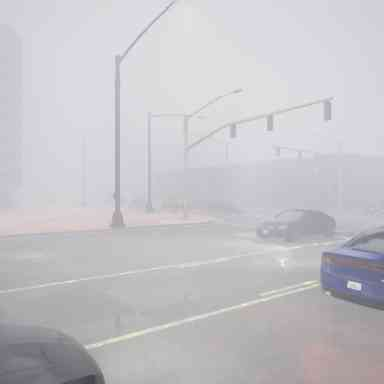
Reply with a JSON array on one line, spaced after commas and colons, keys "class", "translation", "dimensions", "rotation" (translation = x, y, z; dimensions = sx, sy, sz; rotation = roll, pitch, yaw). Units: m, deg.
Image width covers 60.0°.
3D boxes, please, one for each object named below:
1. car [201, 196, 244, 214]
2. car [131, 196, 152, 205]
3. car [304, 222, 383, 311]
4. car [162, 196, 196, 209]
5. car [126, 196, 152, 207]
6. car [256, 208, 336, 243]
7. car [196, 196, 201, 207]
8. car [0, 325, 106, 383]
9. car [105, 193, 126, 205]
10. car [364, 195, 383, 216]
[{"class": "car", "translation": [3.561, 1.491, 36.352], "dimensions": [2.128, 1.511, 4.902], "rotation": [0, 0, -36]}, {"class": "car", "translation": [-9.218, 1.526, 60.622], "dimensions": [1.812, 1.442, 4.674], "rotation": [0, 0, -36]}, {"class": "car", "translation": [4.851, 1.478, 7.208], "dimensions": [5.008, 1.535, 1.882], "rotation": [0, 0, -35]}, {"class": "car", "translation": [-2.035, 1.352, 44.192], "dimensions": [2.097, 1.767, 4.553], "rotation": [0, 0, -35]}, {"class": "car", "translation": [-8.021, 1.491, 52.593], "dimensions": [2.128, 1.511, 4.902], "rotation": [0, 0, -35]}, {"class": "car", "translation": [5.208, 1.526, 16.260], "dimensions": [4.674, 1.442, 1.812], "rotation": [0, 0, -35]}, {"class": "car", "translation": [1.496, 1.352, 45.586], "dimensions": [2.097, 1.767, 4.553], "rotation": [0, 0, -35]}, {"class": "car", "translation": [-2.881, 1.505, 1.699], "dimensions": [4.892, 1.490, 1.837], "rotation": [0, 0, -35]}, {"class": "car", "translation": [-14.033, 1.221, 61.100], "dimensions": [2.150, 2.045, 5.566], "rotation": [0, 0, -37]}, {"class": "car", "translation": [18.728, 1.224, 31.194], "dimensions": [5.566, 2.045, 2.150], "rotation": [0, 0, -24]}]
